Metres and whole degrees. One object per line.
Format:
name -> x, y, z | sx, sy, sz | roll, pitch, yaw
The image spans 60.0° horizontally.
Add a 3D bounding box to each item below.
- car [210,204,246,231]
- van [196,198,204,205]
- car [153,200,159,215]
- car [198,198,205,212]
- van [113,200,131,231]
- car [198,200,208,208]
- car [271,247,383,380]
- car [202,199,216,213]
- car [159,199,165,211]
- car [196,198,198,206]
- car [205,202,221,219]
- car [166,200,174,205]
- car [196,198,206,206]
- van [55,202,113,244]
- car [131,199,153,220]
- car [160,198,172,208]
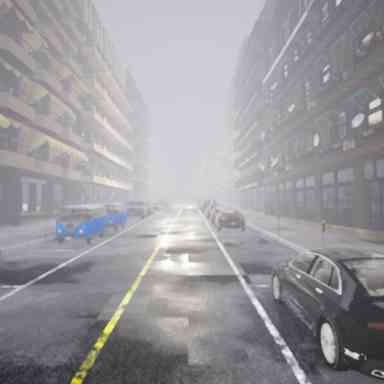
car -> 2.444, 1.783, 22.133 | 1.887, 1.381, 4.507 | 1, -1, 0
van -> 2.002, 2.383, 82.972 | 1.690, 1.788, 3.998 | 1, -1, 0
car -> -5.544, 1.766, 38.733 | 2.192, 1.841, 5.009 | 1, -1, 0
car -> 2.265, 1.821, 44.257 | 2.192, 1.841, 5.009 | 1, -1, 0
van -> -5.432, 1.593, 22.143 | 1.690, 1.788, 3.998 | 1, -1, 0
car -> 2.110, 2.383, 66.377 | 1.802, 1.307, 4.206 | 1, -1, 0
car -> 2.555, 1.606, 5.542 | 2.008, 1.369, 4.403 | 1, -1, 0
car -> 2.379, 1.810, 33.195 | 1.967, 1.590, 4.097 | 1, -1, 0
car -> -5.624, 2.157, 49.791 | 1.947, 1.339, 4.313 | 1, -1, 0
car -> 2.187, 2.090, 55.317 | 1.967, 1.590, 4.097 | 1, -1, 0
car -> 2.407, 1.848, 27.662 | 1.887, 1.381, 4.507 | 1, -1, 0
car -> -5.887, 2.722, 88.501 | 1.802, 1.307, 4.206 | 1, -1, 0
car -> 2.040, 2.275, 77.442 | 2.192, 1.841, 5.009 | 1, -1, 0
van -> -5.394, 1.530, 16.612 | 1.690, 1.788, 3.998 | 1, -1, 0
car -> -5.506, 1.699, 33.203 | 2.192, 1.841, 5.009 | 1, -1, 0
car -> -5.731, 2.129, 66.382 | 2.192, 1.841, 5.009 | 1, -1, 0
